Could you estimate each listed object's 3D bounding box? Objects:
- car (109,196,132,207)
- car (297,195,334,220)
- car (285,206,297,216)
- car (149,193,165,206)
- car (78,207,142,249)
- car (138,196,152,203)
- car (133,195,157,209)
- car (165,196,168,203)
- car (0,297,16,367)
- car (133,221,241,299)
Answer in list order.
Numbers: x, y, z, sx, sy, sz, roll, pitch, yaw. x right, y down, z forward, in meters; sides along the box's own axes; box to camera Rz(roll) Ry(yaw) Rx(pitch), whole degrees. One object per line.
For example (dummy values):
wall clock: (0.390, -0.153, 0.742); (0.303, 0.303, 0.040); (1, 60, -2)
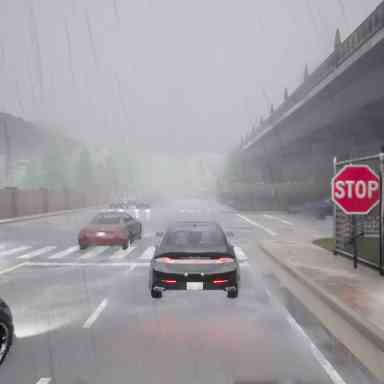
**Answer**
car: (-9.971, 1.505, 45.697); (1.837, 1.490, 4.892); (0, 0, 1)
car: (12.017, 1.222, 27.456); (5.566, 2.045, 2.150); (0, 0, 0)
car: (11.544, 1.547, 30.957); (5.357, 1.411, 2.033); (0, 0, 0)
car: (-6.314, 1.221, 55.868); (2.150, 2.045, 5.566); (0, 0, 1)
car: (-3.402, 1.563, 14.528); (1.994, 1.385, 4.181); (0, 0, 1)
car: (-9.551, 1.547, 68.211); (2.033, 1.411, 5.357); (0, 0, 1)
car: (-6.466, 1.505, 46.015); (1.837, 1.490, 4.892); (0, 0, 1)
car: (-6.041, 1.564, 68.791); (1.994, 1.385, 4.181); (0, 0, 1)
car: (-3.407, 1.563, 2.879); (1.994, 1.385, 4.181); (0, 0, 0)
car: (0.060, 1.492, 8.464); (2.128, 1.511, 4.902); (0, 0, 0)
